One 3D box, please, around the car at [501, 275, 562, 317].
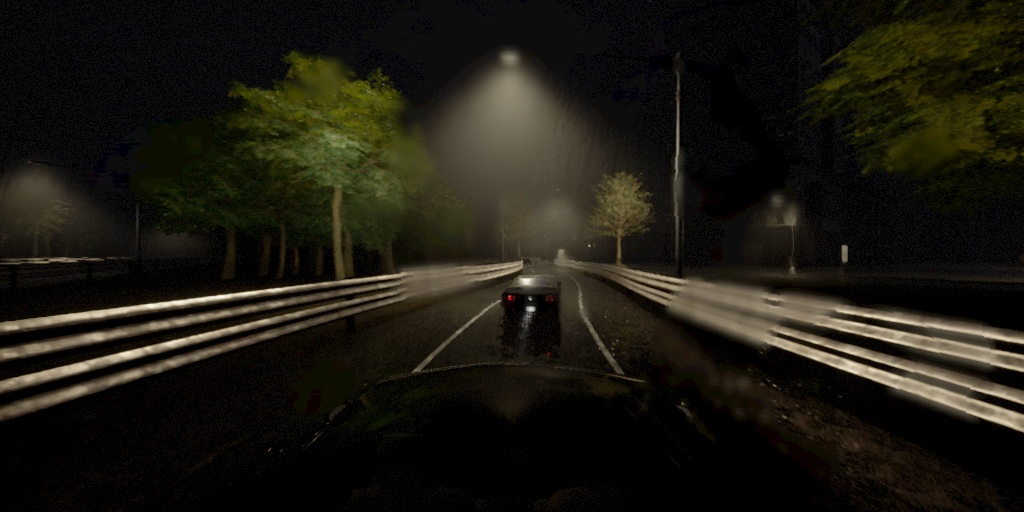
[{"bbox_3d":[0.908,1.349,13.303,1.895,1.301,4.718,0,0,8],"label":"car"}]
